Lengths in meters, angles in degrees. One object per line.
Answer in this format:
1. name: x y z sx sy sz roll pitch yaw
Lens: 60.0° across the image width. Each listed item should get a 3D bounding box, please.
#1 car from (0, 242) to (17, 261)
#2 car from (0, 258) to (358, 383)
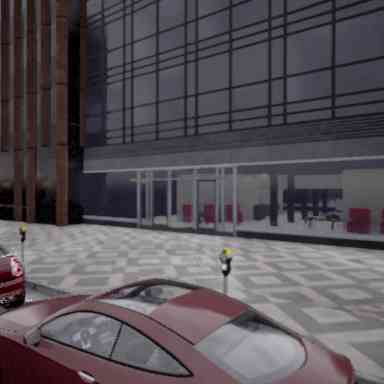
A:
1. car: -5.164 1.445 6.628 4.097 1.590 1.967 0 0 35
2. car: -0.569 1.582 3.364 4.206 1.307 1.802 0 0 35
